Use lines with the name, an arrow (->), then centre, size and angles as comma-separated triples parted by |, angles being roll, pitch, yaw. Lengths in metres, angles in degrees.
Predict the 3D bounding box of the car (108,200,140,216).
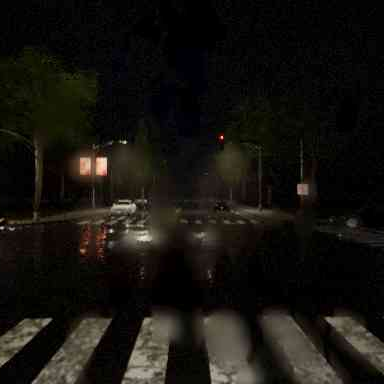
car -> -6.616, 1.536, 32.404 | 1.812, 1.442, 4.674 | 0, 0, 0

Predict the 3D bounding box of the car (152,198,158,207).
car -> -6.625, 1.596, 52.692 | 1.812, 1.442, 4.674 | 0, 0, 0

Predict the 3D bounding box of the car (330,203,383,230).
car -> 10.961, 1.434, 20.062 | 5.008, 1.535, 1.882 | 0, 0, 4

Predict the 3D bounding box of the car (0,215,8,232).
car -> -11.743, 1.541, 16.341 | 4.892, 1.490, 1.837 | -1, 0, 0

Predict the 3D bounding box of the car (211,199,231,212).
car -> 3.278, 1.546, 38.609 | 1.812, 1.442, 4.674 | 0, 0, 0

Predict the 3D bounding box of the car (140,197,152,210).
car -> -6.621, 1.631, 42.046 | 1.895, 1.301, 4.718 | 0, 0, 0
